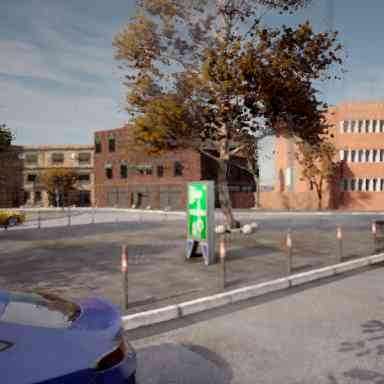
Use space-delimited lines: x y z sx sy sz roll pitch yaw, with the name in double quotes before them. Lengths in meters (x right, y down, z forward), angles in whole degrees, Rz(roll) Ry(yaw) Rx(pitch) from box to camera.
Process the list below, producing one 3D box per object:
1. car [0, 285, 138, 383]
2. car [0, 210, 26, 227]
"car" -2.744 1.548 2.481 4.674 1.442 1.812 0 0 -28
"car" -13.689 1.612 21.892 5.008 1.535 1.882 -1 0 -40
